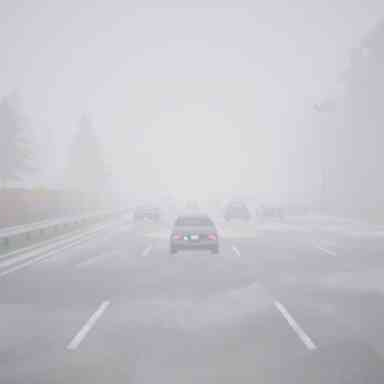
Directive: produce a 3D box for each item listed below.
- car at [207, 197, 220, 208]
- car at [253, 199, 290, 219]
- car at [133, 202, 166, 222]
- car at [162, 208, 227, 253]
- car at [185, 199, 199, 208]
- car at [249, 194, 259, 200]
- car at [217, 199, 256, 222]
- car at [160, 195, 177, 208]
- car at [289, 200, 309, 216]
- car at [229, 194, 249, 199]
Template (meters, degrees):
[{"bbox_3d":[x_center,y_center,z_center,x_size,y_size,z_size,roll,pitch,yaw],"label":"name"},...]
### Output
[{"bbox_3d":[3.516,1.542,51.909,2.097,1.767,4.553,0,0,0],"label":"car"},{"bbox_3d":[7.055,1.634,30.135,1.812,1.442,4.674,0,0,0],"label":"car"},{"bbox_3d":[-3.441,1.703,26.958,1.895,1.301,4.718,0,0,0],"label":"car"},{"bbox_3d":[0.081,1.599,13.815,2.033,1.411,5.357,0,0,0],"label":"car"},{"bbox_3d":[0.025,1.717,45.576,2.033,1.411,5.357,0,0,0],"label":"car"},{"bbox_3d":[10.404,1.433,58.710,2.150,2.045,5.566,0,0,0],"label":"car"},{"bbox_3d":[3.558,1.592,27.512,2.128,1.511,4.902,0,0,0],"label":"car"},{"bbox_3d":[-3.478,1.405,48.496,2.150,2.045,5.566,0,0,0],"label":"car"},{"bbox_3d":[10.522,1.615,34.415,2.128,1.511,4.902,0,0,0],"label":"car"},{"bbox_3d":[7.016,1.411,51.920,2.150,2.045,5.566,0,0,0],"label":"car"}]
